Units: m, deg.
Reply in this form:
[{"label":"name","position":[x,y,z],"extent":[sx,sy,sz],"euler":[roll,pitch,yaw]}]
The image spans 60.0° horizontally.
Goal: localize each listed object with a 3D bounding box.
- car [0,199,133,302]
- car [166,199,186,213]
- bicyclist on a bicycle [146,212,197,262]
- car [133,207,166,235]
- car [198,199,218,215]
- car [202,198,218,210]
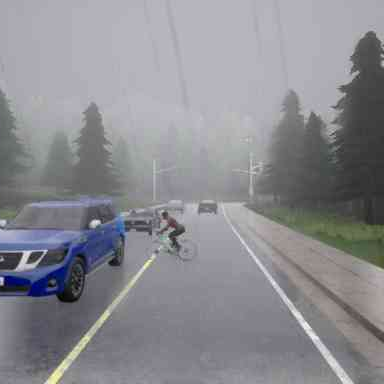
[{"label":"car","position":[-3.312,1.223,8.636],"extent":[2.150,2.045,5.566],"euler":[0,0,3]},{"label":"car","position":[-1.750,1.532,36.621],"extent":[1.812,1.442,4.674],"euler":[0,0,5]},{"label":"bicyclist on a bicycle","position":[-0.681,1.454,10.736],"extent":[1.656,1.620,0.582],"euler":[-2,0,2]},{"label":"car","position":[-2.864,1.604,18.851],"extent":[1.895,1.301,4.718],"euler":[0,0,2]},{"label":"car","position":[1.687,1.484,34.539],"extent":[1.882,1.535,5.008],"euler":[0,0,5]},{"label":"car","position":[2.463,1.573,44.994],"extent":[1.994,1.385,4.181],"euler":[0,0,5]}]
